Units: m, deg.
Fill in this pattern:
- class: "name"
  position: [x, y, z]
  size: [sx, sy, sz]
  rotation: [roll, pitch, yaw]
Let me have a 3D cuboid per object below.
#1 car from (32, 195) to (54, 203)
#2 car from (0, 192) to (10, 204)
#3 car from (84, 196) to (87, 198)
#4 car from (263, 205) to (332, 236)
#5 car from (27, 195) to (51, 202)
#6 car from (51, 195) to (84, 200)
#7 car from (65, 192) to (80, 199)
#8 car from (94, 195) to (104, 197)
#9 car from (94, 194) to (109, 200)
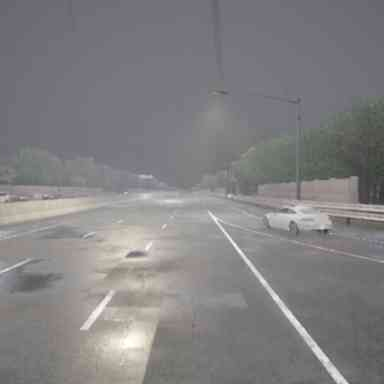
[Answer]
- class: "car"
  position: [-28.000, 1.305, 62.661]
  size: [1.895, 1.301, 4.718]
  rotation: [0, 0, 0]
- class: "car"
  position: [-28.033, 1.006, 47.043]
  size: [2.150, 2.045, 5.566]
  rotation: [0, 0, 0]
- class: "car"
  position: [-21.010, 1.272, 62.417]
  size: [1.994, 1.385, 4.181]
  rotation: [0, 0, 0]
- class: "car"
  position: [5.532, 1.443, 17.900]
  size: [1.812, 1.442, 4.674]
  rotation: [0, 0, -15]
- class: "car"
  position: [-21.050, 1.312, 45.870]
  size: [1.812, 1.442, 4.674]
  rotation: [0, 0, 0]
- class: "car"
  position: [-17.544, 1.328, 47.187]
  size: [2.033, 1.411, 5.357]
  rotation: [0, 0, 0]
- class: "car"
  position: [-28.055, 0.811, 78.224]
  size: [1.994, 1.385, 4.181]
  rotation: [0, 0, 0]
- class: "car"
  position: [-17.518, 1.269, 63.095]
  size: [1.994, 1.385, 4.181]
  rotation: [0, 0, 0]
- class: "car"
  position: [-21.053, 1.168, 77.743]
  size: [2.033, 1.411, 5.357]
  rotation: [0, 0, 0]
